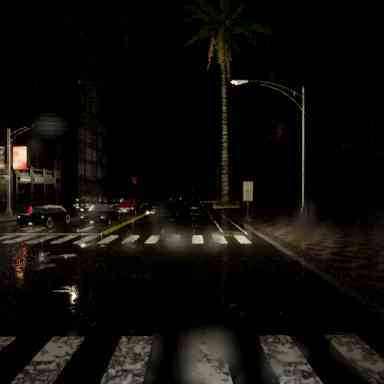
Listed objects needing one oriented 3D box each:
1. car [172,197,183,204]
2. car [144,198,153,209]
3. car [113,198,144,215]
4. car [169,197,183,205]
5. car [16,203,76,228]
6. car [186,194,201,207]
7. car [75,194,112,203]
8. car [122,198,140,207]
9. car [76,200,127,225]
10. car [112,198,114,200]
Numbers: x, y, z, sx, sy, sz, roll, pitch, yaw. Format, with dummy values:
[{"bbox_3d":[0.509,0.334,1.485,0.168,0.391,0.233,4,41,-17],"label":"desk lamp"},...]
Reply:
[{"bbox_3d":[-2.885,1.633,67.682,1.994,1.385,4.181,0,0,0],"label":"car"},{"bbox_3d":[-6.405,1.527,44.566,1.837,1.490,4.892,0,0,0],"label":"car"},{"bbox_3d":[-6.453,1.537,34.136,1.812,1.442,4.674,0,0,0],"label":"car"},{"bbox_3d":[-2.926,1.610,57.724,1.994,1.385,4.181,0,0,1],"label":"car"},{"bbox_3d":[-9.771,1.606,22.376,1.895,1.301,4.718,0,0,1],"label":"car"},{"bbox_3d":[0.217,1.259,53.431,2.150,2.045,5.566,0,0,0],"label":"car"},{"bbox_3d":[-9.715,1.231,32.133,2.150,2.045,5.566,0,0,0],"label":"car"},{"bbox_3d":[-9.590,1.636,52.283,1.895,1.301,4.718,0,0,1],"label":"car"},{"bbox_3d":[-6.500,1.553,24.179,2.033,1.411,5.357,0,0,0],"label":"car"},{"bbox_3d":[-9.668,1.511,42.154,2.128,1.511,4.902,0,0,1],"label":"car"}]
